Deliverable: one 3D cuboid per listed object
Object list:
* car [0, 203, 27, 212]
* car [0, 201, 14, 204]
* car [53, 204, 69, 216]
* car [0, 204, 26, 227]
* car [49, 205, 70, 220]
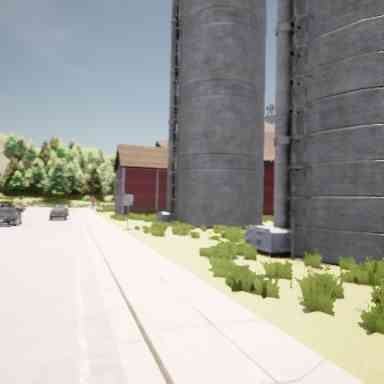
[{"bbox_3d":[-30.197,2.566,55.842,4.193,1.474,1.816,2,-2,-19],"label":"car"},{"bbox_3d":[-25.195,2.095,43.316,3.866,1.878,1.905,2,-2,-19],"label":"car"},{"bbox_3d":[-18.815,2.567,48.000,1.882,1.535,5.008,2,-2,-19],"label":"car"},{"bbox_3d":[-15.330,2.023,27.528,1.837,1.490,4.892,2,-2,-19],"label":"car"},{"bbox_3d":[-14.949,2.388,37.272,2.033,1.411,5.357,2,-2,-19],"label":"car"}]
